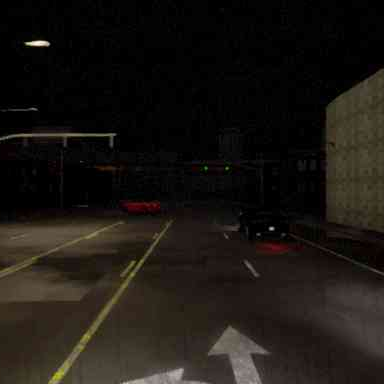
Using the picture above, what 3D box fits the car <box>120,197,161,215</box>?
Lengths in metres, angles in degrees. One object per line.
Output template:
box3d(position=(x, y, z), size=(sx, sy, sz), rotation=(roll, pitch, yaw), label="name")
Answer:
box3d(position=(-5.596, 1.423, 35.556), size=(4.553, 1.767, 2.097), rotation=(0, 0, 35), label="car")

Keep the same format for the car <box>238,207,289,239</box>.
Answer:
box3d(position=(3.600, 1.513, 17.497), size=(1.882, 1.535, 5.008), rotation=(0, 0, 0), label="car")
